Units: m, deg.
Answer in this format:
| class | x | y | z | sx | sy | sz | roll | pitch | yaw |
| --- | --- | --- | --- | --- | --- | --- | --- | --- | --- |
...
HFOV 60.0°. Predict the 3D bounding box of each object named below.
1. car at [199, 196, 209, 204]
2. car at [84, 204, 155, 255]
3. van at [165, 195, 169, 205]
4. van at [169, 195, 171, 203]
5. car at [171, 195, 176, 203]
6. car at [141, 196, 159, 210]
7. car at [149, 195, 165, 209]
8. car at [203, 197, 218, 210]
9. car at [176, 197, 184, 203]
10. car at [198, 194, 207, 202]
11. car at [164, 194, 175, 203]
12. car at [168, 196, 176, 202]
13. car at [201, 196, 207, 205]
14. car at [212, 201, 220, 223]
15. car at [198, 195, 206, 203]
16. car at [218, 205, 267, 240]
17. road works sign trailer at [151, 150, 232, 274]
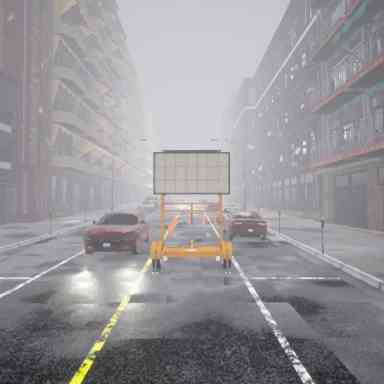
| class | x | y | z | sx | sy | sz | roll | pitch | yaw |
| --- | --- | --- | --- | --- | --- | --- | --- | --- | --- |
| car | 2.615 | 1.625 | 72.183 | 1.967 | 1.590 | 4.097 | 1 | 0 | 0 |
| car | -2.845 | 1.491 | 13.580 | 1.882 | 1.535 | 5.008 | 0 | 0 | 0 |
| van | -5.275 | 1.459 | 55.654 | 1.690 | 1.788 | 3.998 | 2 | 0 | 0 |
| van | -5.274 | 1.480 | 61.186 | 1.690 | 1.788 | 3.998 | 1 | 0 | 0 |
| car | -5.270 | 1.500 | 72.246 | 2.192 | 1.841 | 5.009 | 1 | 0 | 0 |
| car | -5.284 | 1.593 | 38.893 | 1.752 | 1.417 | 4.829 | 2 | 0 | 0 |
| car | -5.277 | 1.398 | 44.595 | 2.192 | 1.841 | 5.009 | 2 | 0 | 0 |
| car | 2.595 | 1.613 | 38.997 | 1.887 | 1.381 | 4.507 | 1 | 0 | 0 |
| car | -2.726 | 1.765 | 75.844 | 1.994 | 1.385 | 4.181 | 0 | 0 | 0 |
| car | 2.579 | 1.551 | 83.245 | 2.192 | 1.841 | 5.009 | 1 | 0 | 0 |
| car | -5.268 | 1.525 | 77.776 | 2.192 | 1.841 | 5.009 | 1 | 0 | 0 |
| car | -5.272 | 1.830 | 88.838 | 1.947 | 1.339 | 4.313 | 1 | 0 | 0 |
| car | 2.597 | 1.634 | 44.529 | 2.008 | 1.369 | 4.403 | 1 | 0 | 0 |
| car | 2.591 | 1.554 | 22.577 | 1.752 | 1.417 | 4.829 | 1 | 0 | 0 |
| car | 2.602 | 1.683 | 61.121 | 1.887 | 1.381 | 4.507 | 1 | 0 | 0 |
| car | 2.589 | 1.564 | 16.875 | 1.887 | 1.381 | 4.507 | 1 | 0 | 0 |
| road works sign trailer | -0.007 | 0.474 | 10.557 | 2.380 | 3.560 | 2.880 | 0 | 0 | 0 |
